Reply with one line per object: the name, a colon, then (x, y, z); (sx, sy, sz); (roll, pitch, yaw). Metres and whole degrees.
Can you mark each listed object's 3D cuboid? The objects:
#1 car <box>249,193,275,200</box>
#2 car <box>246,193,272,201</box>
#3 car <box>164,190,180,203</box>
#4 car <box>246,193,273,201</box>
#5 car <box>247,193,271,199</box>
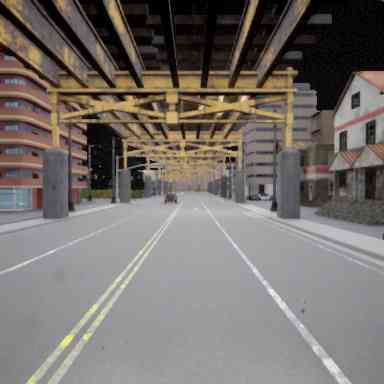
car: (13.311, 0.833, 63.466); (4.536, 1.218, 1.853); (0, 1, -20)
car: (13.589, 0.942, 67.608); (4.974, 1.542, 2.038); (0, 1, 25)
car: (-3.500, 1.032, 55.711); (2.097, 1.767, 4.553); (0, 1, 0)
car: (13.262, 0.990, 63.449); (4.974, 1.542, 2.038); (0, 1, -20)
car: (13.636, 0.785, 67.584); (4.536, 1.218, 1.853); (0, 1, 25)
